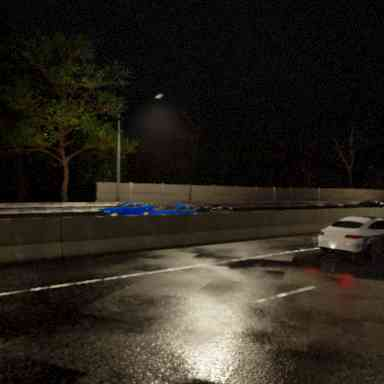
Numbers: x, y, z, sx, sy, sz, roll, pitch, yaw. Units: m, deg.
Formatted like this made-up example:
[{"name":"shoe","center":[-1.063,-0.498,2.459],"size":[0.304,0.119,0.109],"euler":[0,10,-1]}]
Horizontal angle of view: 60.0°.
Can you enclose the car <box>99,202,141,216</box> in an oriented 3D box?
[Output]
[{"name":"car","center":[-5.663,1.616,29.240],"size":[5.008,1.535,1.882],"euler":[1,0,-38]}]

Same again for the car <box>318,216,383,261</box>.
[{"name":"car","center":[6.762,1.673,12.870],"size":[4.674,1.442,1.812],"euler":[1,0,-35]}]

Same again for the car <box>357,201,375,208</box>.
[{"name":"car","center":[29.109,2.166,54.767],"size":[4.902,1.511,2.128],"euler":[1,-1,-35]}]

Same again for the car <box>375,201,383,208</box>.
[{"name":"car","center":[31.253,2.179,52.007],"size":[4.892,1.490,1.837],"euler":[1,0,-35]}]

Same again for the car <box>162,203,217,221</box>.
[{"name":"car","center":[-0.164,1.721,29.669],"size":[4.674,1.442,1.812],"euler":[1,0,-35]}]

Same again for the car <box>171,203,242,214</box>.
[{"name":"car","center":[1.313,1.662,22.125],"size":[4.892,1.490,1.837],"euler":[1,0,-35]}]

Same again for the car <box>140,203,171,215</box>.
[{"name":"car","center":[-0.985,1.631,24.784],"size":[5.008,1.535,1.882],"euler":[1,0,-35]}]
